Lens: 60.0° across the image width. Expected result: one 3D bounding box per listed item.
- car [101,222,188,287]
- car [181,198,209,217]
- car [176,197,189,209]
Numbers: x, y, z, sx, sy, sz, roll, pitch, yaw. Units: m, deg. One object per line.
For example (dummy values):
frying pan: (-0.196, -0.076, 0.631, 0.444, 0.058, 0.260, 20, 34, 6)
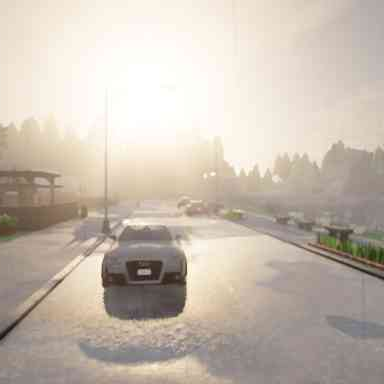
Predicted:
car: (-1.256, 1.549, 9.176, 1.994, 1.385, 4.181, 0, 0, -7)
car: (0.388, 1.517, 31.276, 1.994, 1.385, 4.181, 0, 0, -6)
car: (-0.989, 1.439, 43.509, 1.837, 1.490, 4.892, 0, 0, -6)
